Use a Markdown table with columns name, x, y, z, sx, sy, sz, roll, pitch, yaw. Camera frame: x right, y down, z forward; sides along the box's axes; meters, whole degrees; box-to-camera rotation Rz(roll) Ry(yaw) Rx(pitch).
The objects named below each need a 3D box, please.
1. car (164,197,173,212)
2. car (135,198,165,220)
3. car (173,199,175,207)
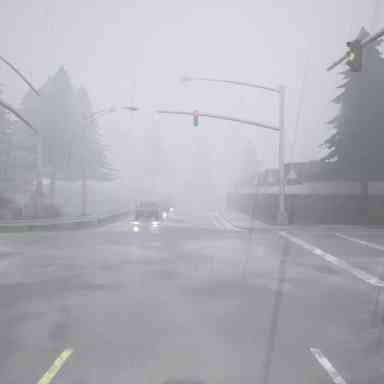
| name | x | y | z | sx | sy | sz | roll | pitch | yaw |
| --- | --- | --- | --- | --- | --- | --- | --- | --- | --- |
| car | -3.588 | 1.564 | 37.947 | 1.994 | 1.385 | 4.181 | 0 | 0 | 0 |
| car | -3.596 | 1.505 | 28.033 | 1.837 | 1.490 | 4.892 | 0 | 0 | 0 |
| car | -3.502 | 1.504 | 48.302 | 1.837 | 1.490 | 4.892 | 0 | 0 | 2 |
